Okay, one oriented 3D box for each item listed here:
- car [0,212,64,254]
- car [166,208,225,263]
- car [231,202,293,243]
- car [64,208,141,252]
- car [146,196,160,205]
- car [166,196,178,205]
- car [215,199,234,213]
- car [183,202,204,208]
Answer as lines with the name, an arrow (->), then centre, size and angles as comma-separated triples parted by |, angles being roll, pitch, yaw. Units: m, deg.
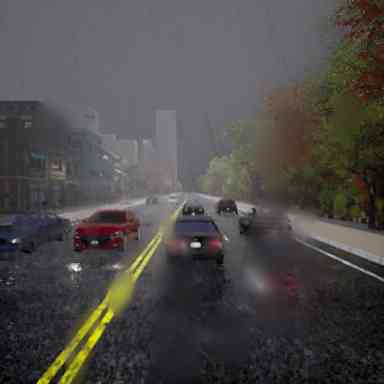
car -> -6.601, 1.526, 13.614 | 2.033, 1.411, 5.357 | 0, 0, 0
car -> 0.101, 1.529, 11.855 | 2.033, 1.411, 5.357 | 0, 0, 0
car -> 3.350, 1.467, 15.877 | 2.128, 1.511, 4.902 | 0, 0, 0
car -> -3.351, 1.456, 13.919 | 1.882, 1.535, 5.008 | 0, 0, 0
car -> -6.553, 1.404, 55.907 | 2.128, 1.511, 4.902 | 0, 0, 1
car -> -3.302, 1.438, 55.913 | 1.812, 1.442, 4.674 | 0, 0, 1
car -> 3.350, 1.426, 33.204 | 1.882, 1.535, 5.008 | 0, 0, 0
car -> 0.100, 1.554, 30.197 | 1.895, 1.301, 4.718 | 0, 0, 0
